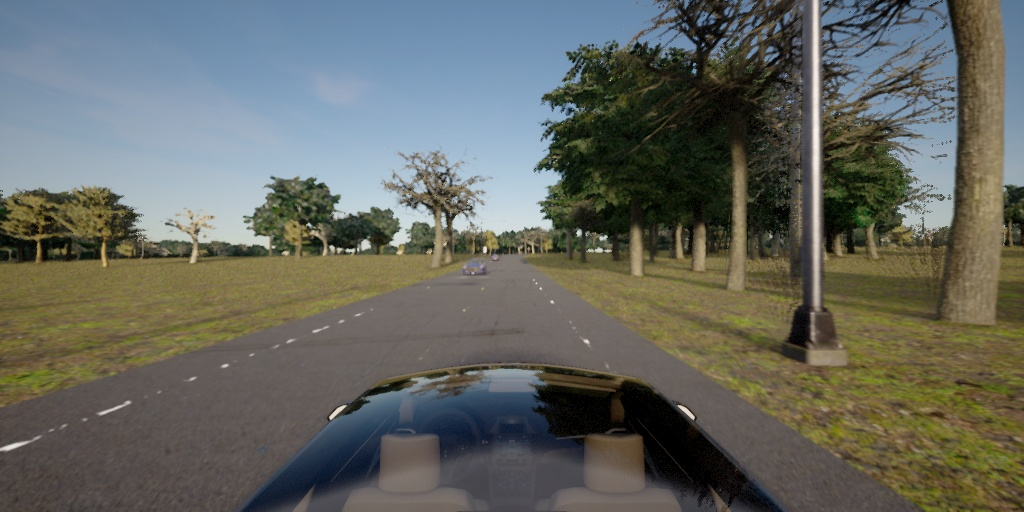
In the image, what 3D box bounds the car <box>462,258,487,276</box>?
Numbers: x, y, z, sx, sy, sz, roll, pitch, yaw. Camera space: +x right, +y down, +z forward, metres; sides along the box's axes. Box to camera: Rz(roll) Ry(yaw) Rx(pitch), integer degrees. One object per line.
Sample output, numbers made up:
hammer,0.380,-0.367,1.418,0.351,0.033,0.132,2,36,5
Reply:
car,-3.602,0.981,35.370,2.097,1.767,4.553,0,0,0
